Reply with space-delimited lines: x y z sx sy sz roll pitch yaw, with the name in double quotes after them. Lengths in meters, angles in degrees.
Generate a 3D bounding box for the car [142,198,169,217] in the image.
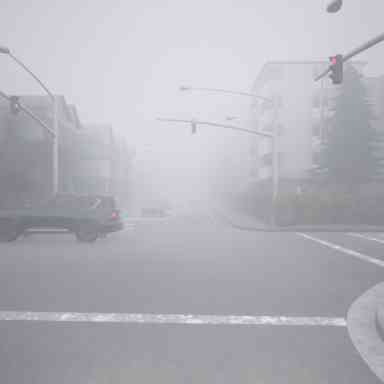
-3.579 1.504 31.734 1.837 1.490 4.892 0 0 0 "car"

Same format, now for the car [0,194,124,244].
-5.833 1.090 14.674 5.566 2.045 2.150 1 0 0 "car"

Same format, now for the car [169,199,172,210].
-3.573 1.504 41.822 1.837 1.490 4.892 0 0 1 "car"

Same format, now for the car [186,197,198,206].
0.008 1.546 53.495 2.033 1.411 5.357 0 0 0 "car"
